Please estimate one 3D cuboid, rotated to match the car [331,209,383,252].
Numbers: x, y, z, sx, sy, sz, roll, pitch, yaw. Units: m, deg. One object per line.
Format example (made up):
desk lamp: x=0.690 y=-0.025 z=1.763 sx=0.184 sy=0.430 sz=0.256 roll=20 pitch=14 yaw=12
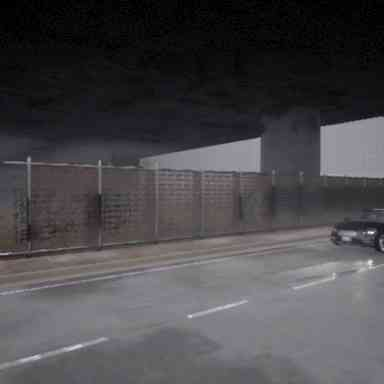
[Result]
car: x=7.741 y=1.473 z=13.798 sx=4.902 sy=1.511 sz=2.128 roll=0 pitch=0 yaw=-35
